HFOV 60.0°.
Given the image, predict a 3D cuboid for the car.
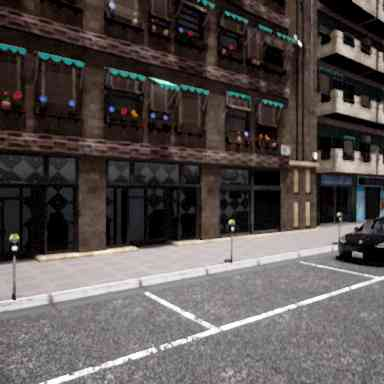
[{"bbox_3d":[6.838,1.549,11.445,4.313,1.339,1.947,0,0,-36],"label":"car"}]
